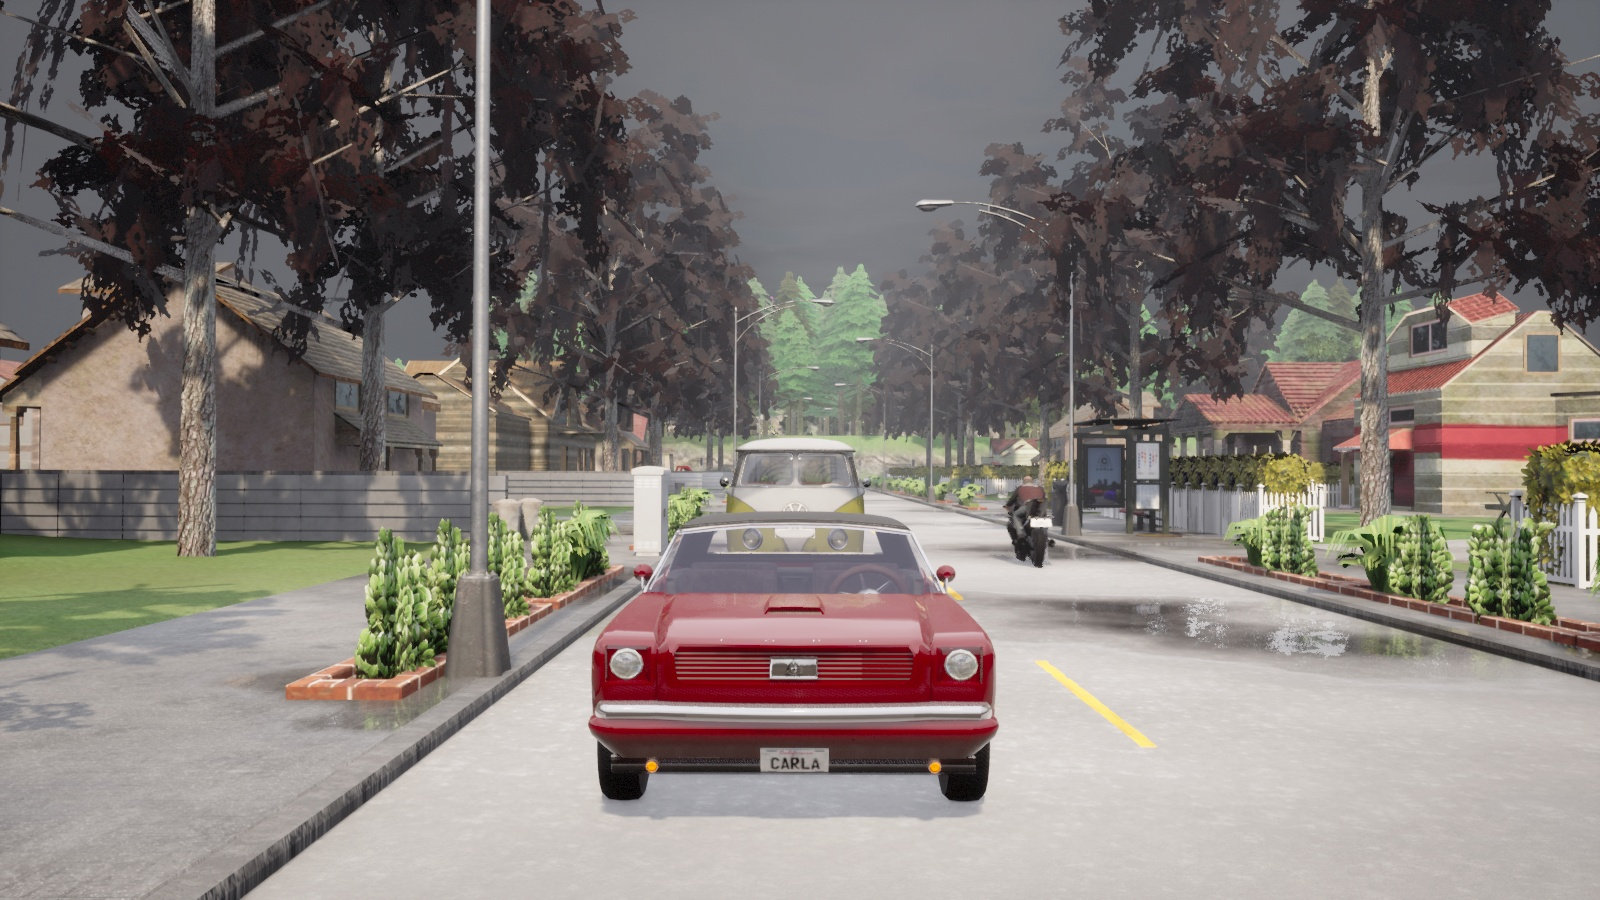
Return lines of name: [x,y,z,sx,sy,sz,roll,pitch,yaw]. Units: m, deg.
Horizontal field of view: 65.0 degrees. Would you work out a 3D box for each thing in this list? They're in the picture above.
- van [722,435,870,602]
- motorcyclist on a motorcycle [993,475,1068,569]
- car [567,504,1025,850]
van: [-0.055,0.857,17.257,1.775,1.987,4.442,0,-1,0]
motorcyclist on a motorcycle: [3.932,1.196,21.593,0.866,1.530,2.191,0,-1,0]
car: [-0.025,1.042,7.576,1.895,1.301,4.718,0,-1,0]
